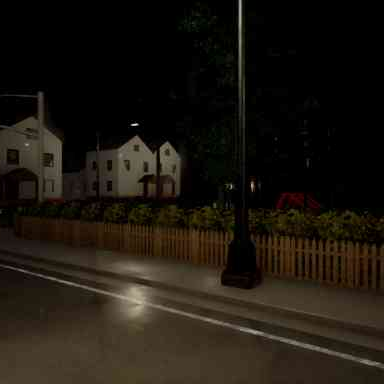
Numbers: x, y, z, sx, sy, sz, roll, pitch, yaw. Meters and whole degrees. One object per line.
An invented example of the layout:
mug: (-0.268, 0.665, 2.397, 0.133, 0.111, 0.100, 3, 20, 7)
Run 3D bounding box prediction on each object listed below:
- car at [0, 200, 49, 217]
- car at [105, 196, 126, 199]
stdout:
car: (-15.048, 1.491, 30.648, 2.128, 1.511, 4.902, 0, 0, 35)
car: (-9.400, 1.352, 38.817, 2.097, 1.767, 4.553, 0, 0, 35)
